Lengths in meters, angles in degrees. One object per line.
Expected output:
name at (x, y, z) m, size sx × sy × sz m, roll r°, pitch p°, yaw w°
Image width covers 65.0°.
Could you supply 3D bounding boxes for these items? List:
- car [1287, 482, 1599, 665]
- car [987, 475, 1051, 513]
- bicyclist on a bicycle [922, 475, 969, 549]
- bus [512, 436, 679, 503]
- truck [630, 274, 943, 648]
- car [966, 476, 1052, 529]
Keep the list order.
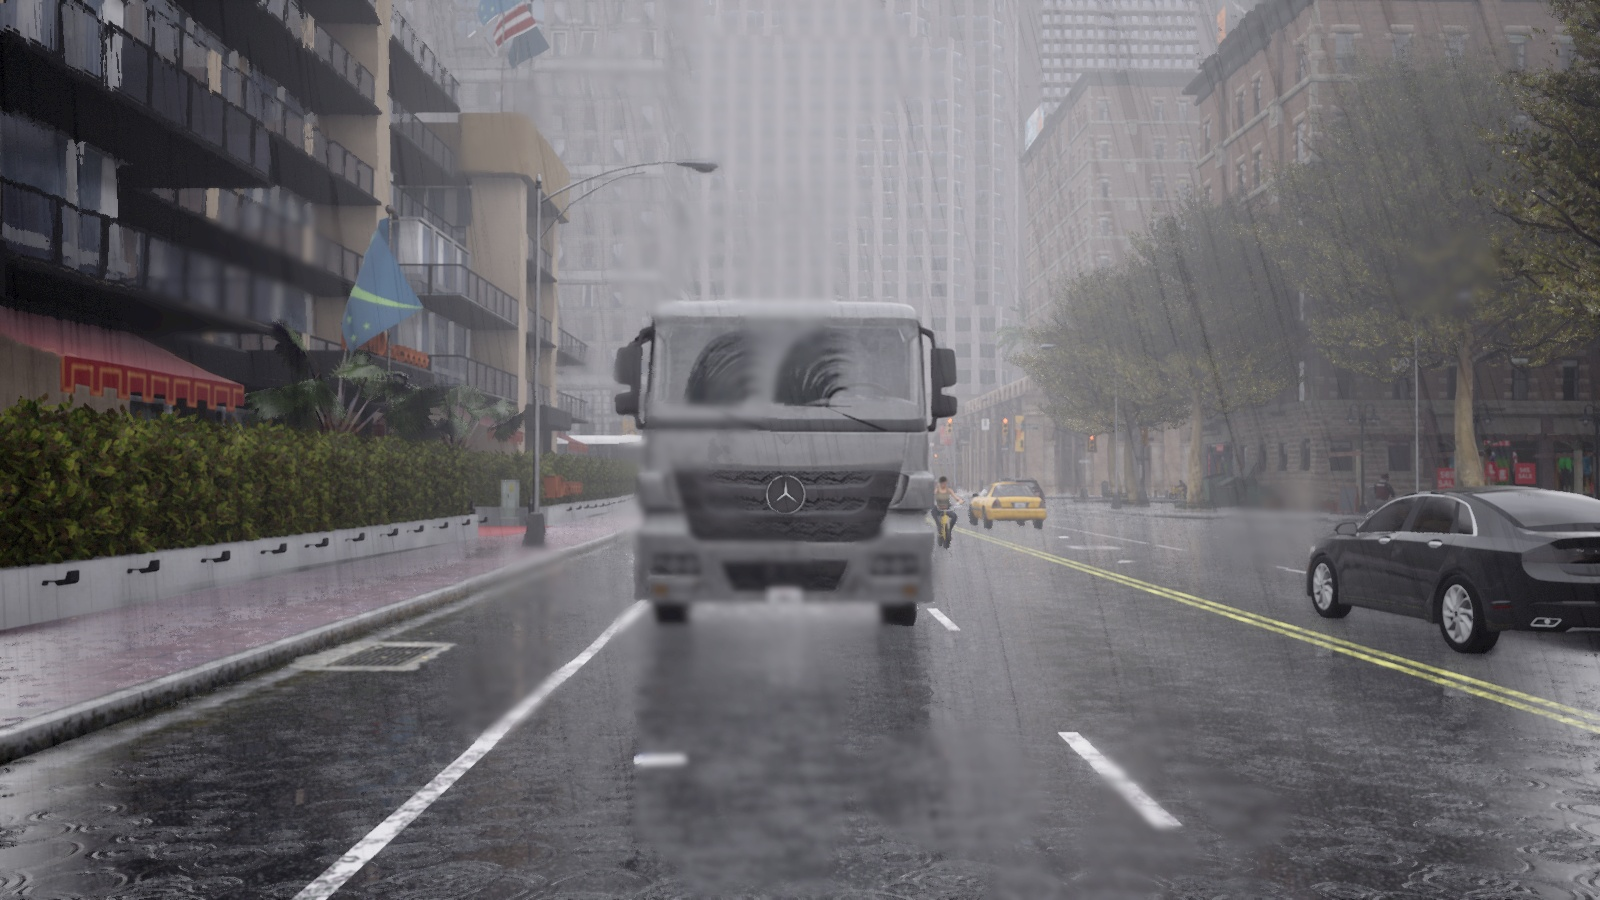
car at (6.868, 1.080, 12.816) m, size 1.837 × 1.490 × 4.892 m, roll 0°, pitch -1°, yaw -1°
car at (9.954, 1.968, 57.418) m, size 2.033 × 1.649 × 4.856 m, roll 0°, pitch -1°, yaw -1°
bicyclist on a bicycle at (3.231, 1.359, 28.003) m, size 0.866 × 1.612 × 1.509 m, roll 0°, pitch -1°, yaw 0°
bus at (-13.184, 1.288, 81.725) m, size 10.273 × 4.253 × 3.944 m, roll 0°, pitch -1°, yaw 0°
truck at (-0.163, 0.184, 15.626) m, size 2.891 × 3.462 × 7.936 m, roll 0°, pitch -1°, yaw -1°
car at (6.613, 1.616, 40.258) m, size 1.801 × 1.575 × 5.366 m, roll 0°, pitch -1°, yaw -1°
